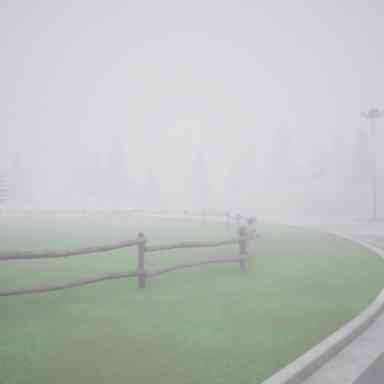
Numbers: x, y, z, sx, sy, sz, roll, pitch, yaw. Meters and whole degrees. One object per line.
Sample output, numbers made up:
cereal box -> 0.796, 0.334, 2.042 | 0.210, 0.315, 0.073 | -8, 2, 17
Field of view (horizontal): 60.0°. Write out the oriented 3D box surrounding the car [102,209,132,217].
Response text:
car -> -10.490, 3.032, 46.718 | 4.181, 1.385, 1.994 | -1, -2, 11

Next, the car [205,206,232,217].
car -> 4.013, 2.961, 51.399 | 1.882, 1.535, 5.008 | 2, -2, -38
